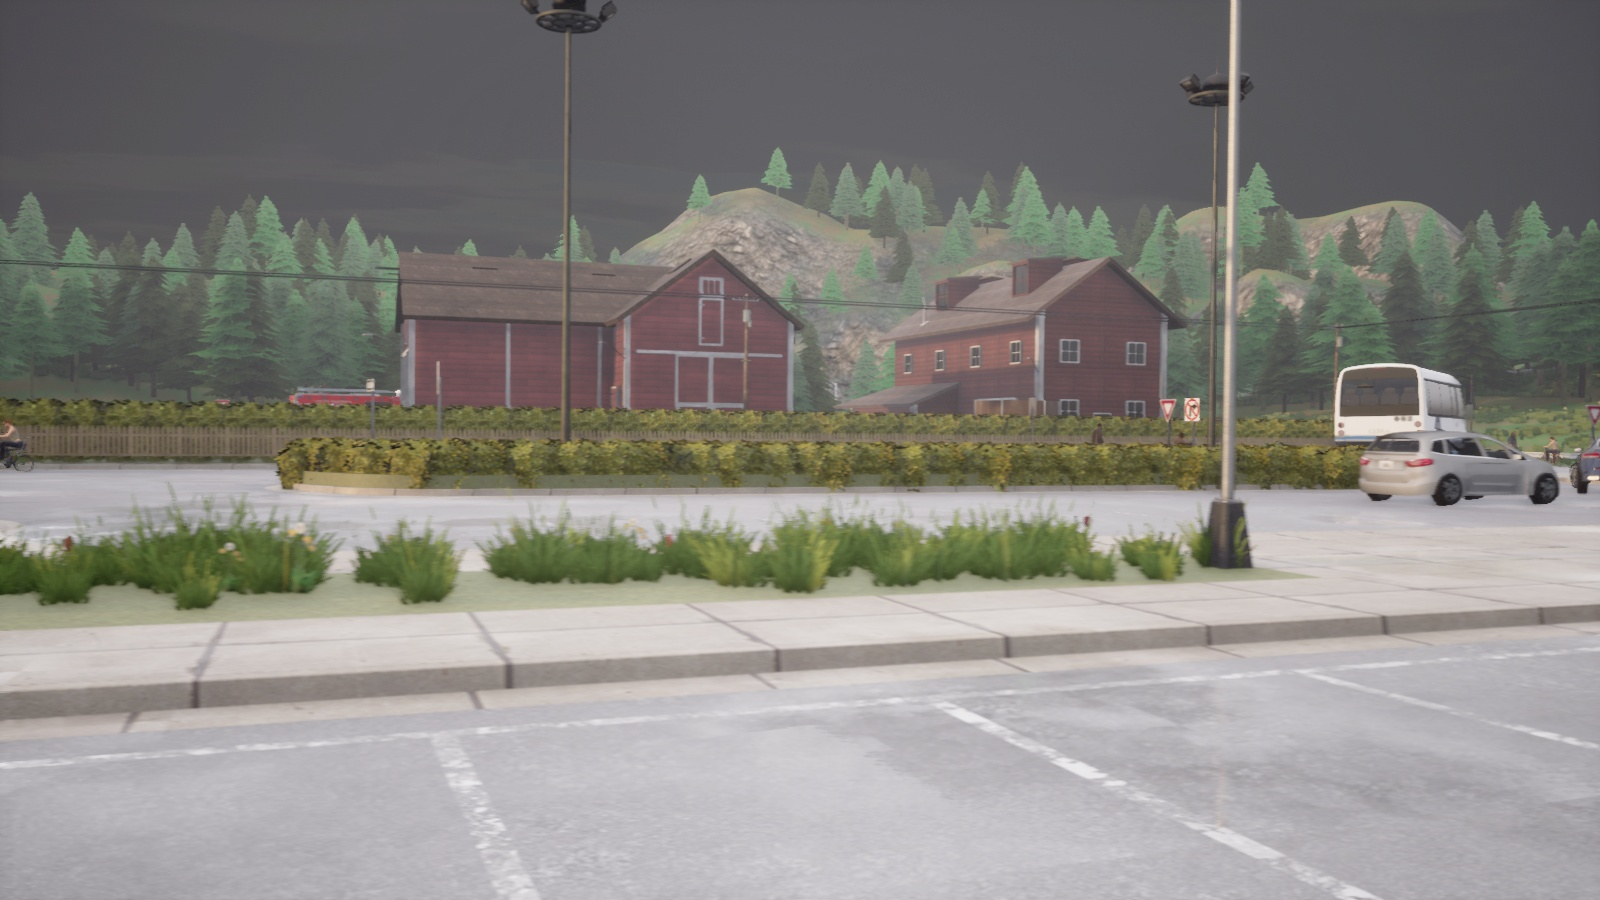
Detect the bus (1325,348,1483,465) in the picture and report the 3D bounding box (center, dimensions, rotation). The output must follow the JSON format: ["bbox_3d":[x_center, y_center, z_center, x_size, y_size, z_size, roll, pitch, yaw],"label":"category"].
[{"bbox_3d":[24.948,-1.686,51.483,3.944,4.253,10.273,-2,0,36],"label":"bus"}]

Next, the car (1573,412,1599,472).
[{"bbox_3d":[23.551,-0.265,36.095,2.152,1.651,5.027,0,1,30],"label":"car"}]

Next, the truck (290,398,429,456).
[{"bbox_3d":[-30.129,-1.580,86.056,8.468,3.827,2.891,-1,1,-34],"label":"truck"}]

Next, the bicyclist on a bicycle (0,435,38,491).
[{"bbox_3d":[-23.501,0.385,37.126,1.509,1.612,0.866,-1,1,-20],"label":"bicyclist on a bicycle"}]

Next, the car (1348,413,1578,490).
[{"bbox_3d":[15.432,-0.001,29.269,4.611,1.667,2.242,-1,1,-21],"label":"car"}]

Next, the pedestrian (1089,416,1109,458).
[{"bbox_3d":[13.044,-0.579,54.746,0.703,1.840,0.431,-1,1,-21],"label":"pedestrian"}]
